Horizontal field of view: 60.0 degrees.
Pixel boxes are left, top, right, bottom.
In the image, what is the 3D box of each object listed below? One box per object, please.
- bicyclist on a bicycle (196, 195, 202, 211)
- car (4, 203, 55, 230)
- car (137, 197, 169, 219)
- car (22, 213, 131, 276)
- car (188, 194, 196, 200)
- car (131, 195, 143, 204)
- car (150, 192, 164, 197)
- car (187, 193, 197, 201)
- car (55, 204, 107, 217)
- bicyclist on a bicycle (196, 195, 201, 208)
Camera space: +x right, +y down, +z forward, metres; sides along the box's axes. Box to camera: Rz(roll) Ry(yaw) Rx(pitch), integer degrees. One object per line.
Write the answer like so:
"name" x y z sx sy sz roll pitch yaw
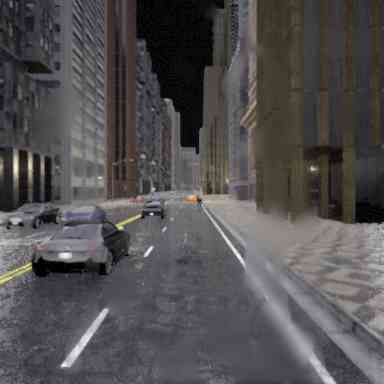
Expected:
"bicyclist on a bicycle" 0.890 1.313 37.849 0.659 1.776 1.843 0 0 0
"car" -9.846 1.463 20.974 2.128 1.511 4.902 0 0 0
"car" -3.153 1.466 28.415 1.837 1.490 4.892 0 0 0
"car" -3.151 1.552 10.286 1.994 1.385 4.181 0 0 0
"car" -0.009 1.184 87.274 2.128 1.511 4.902 0 0 0
"car" -9.778 1.365 60.679 1.812 1.442 4.674 0 0 1
"car" -6.517 1.052 62.425 2.150 2.045 5.566 0 1 0
"car" -0.008 1.109 73.996 2.097 1.767 4.553 0 0 0
"car" -6.597 1.498 20.856 1.812 1.442 4.674 0 0 0
"bicyclist on a bicycle" 0.889 1.282 46.844 0.659 1.776 1.843 0 0 0
